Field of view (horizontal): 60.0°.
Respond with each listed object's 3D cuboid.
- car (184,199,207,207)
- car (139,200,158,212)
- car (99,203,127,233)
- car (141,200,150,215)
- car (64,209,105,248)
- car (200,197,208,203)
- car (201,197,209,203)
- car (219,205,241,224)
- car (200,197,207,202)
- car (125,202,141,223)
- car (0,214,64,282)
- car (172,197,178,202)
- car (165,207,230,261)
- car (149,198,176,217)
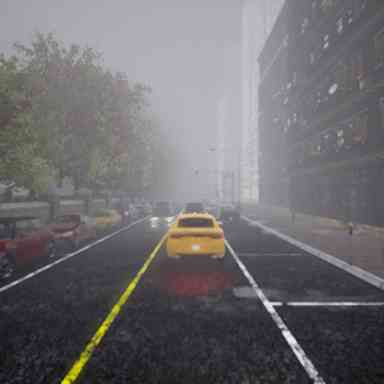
[{"bbox_3d":[0.260,1.696,32.231,1.837,1.490,4.892,0,0,0],"label":"car"},{"bbox_3d":[-5.592,1.801,42.981,1.887,1.381,4.507,0,0,0],"label":"car"},{"bbox_3d":[-5.582,1.646,20.656,1.752,1.417,4.829,0,0,0],"label":"car"},{"bbox_3d":[-5.570,1.773,37.441,2.008,1.369,4.403,0,0,0],"label":"car"},{"bbox_3d":[-5.611,1.670,15.288,1.802,1.307,4.206,0,0,0],"label":"car"},{"bbox_3d":[3.149,2.115,86.485,1.947,1.339,4.313,0,0,0],"label":"car"},{"bbox_3d":[3.119,2.076,80.852,1.947,1.339,4.313,0,0,0],"label":"car"},{"bbox_3d":[2.828,1.706,26.323,2.008,1.369,4.403,0,0,0],"label":"car"},{"bbox_3d":[3.179,2.155,92.117,1.947,1.339,4.313,0,0,0],"label":"car"},{"bbox_3d":[-5.552,1.595,26.366,1.967,1.590,4.097,0,0,0],"label":"car"},{"bbox_3d":[-5.640,1.496,9.750,1.967,1.590,4.097,0,0,0],"label":"car"},{"bbox_3d":[-5.231,2.130,86.529,1.802,1.307,4.206,0,0,0],"label":"car"},{"bbox_3d":[0.142,1.550,12.550,1.882,1.535,5.008,0,0,0],"label":"car"},{"bbox_3d":[-2.917,1.707,34.101,1.837,1.490,4.892,0,0,0],"label":"car"}]
